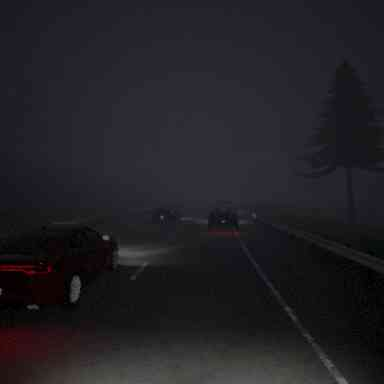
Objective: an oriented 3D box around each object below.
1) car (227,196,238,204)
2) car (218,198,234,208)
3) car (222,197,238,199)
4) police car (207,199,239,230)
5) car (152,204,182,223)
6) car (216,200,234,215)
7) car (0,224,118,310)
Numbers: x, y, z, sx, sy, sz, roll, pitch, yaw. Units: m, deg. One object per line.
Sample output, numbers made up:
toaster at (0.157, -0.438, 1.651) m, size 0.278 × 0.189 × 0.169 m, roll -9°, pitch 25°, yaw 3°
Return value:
car at (8.535, 1.681, 70.095) m, size 1.882 × 1.535 × 5.008 m, roll 0°, pitch 0°, yaw 11°
car at (5.604, 1.741, 54.692) m, size 2.128 × 1.511 × 4.902 m, roll 0°, pitch 0°, yaw 11°
car at (3.026, 1.495, 31.584) m, size 2.097 × 1.767 × 4.553 m, roll 0°, pitch 0°, yaw 7°
police car at (2.045, 1.526, 21.994) m, size 1.930 × 1.638 × 5.238 m, roll 0°, pitch 0°, yaw 5°
car at (-1.958, 1.642, 26.413) m, size 1.812 × 1.442 × 4.674 m, roll 0°, pitch 0°, yaw 6°
car at (3.789, 1.676, 37.432) m, size 1.837 × 1.490 × 4.892 m, roll 0°, pitch 0°, yaw 8°
car at (-3.192, 1.511, 8.003) m, size 1.882 × 1.535 × 5.008 m, roll 0°, pitch 0°, yaw 2°
